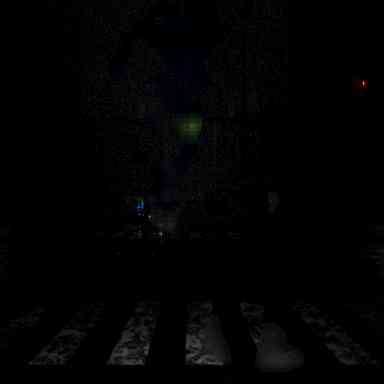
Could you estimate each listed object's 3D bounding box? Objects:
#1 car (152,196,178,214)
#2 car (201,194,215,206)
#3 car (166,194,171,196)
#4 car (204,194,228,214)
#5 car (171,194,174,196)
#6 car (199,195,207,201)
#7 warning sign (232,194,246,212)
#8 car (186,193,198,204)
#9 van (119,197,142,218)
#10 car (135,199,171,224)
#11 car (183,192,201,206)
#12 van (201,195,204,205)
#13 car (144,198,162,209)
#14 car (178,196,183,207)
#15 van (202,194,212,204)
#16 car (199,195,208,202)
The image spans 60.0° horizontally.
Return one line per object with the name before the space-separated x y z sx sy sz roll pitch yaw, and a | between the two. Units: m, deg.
car | -2.833 1.489 35.458 1.882 1.535 5.008 0 0 0
car | 2.711 1.332 57.007 2.192 1.841 5.009 0 0 0
car | -5.370 1.544 62.246 1.752 1.417 4.829 0 0 0
car | 2.720 1.327 35.381 2.192 1.841 5.009 0 0 0
car | -5.366 1.570 67.821 2.008 1.369 4.403 0 0 0
car | 2.700 1.463 84.037 1.967 1.590 4.097 0 0 0
warning sign | 4.959 1.127 34.924 1.300 1.860 1.060 0 0 0
car | 0.031 1.241 65.215 2.150 2.045 5.566 0 0 0
van | -5.395 1.351 29.978 1.690 1.788 3.998 0 0 0
car | -2.840 1.513 25.240 1.837 1.490 4.892 0 0 0
car | 0.079 1.369 55.290 2.097 1.767 4.553 0 0 0
van | 2.713 1.357 51.600 1.690 1.788 3.998 0 0 0
car | -5.383 1.559 46.196 1.887 1.381 4.507 0 0 0
car | -2.797 1.617 50.640 1.895 1.301 4.718 0 0 0
van | 2.709 1.359 62.413 1.690 1.788 3.998 0 0 0
car | 2.702 1.547 78.801 1.752 1.417 4.829 0 0 0
